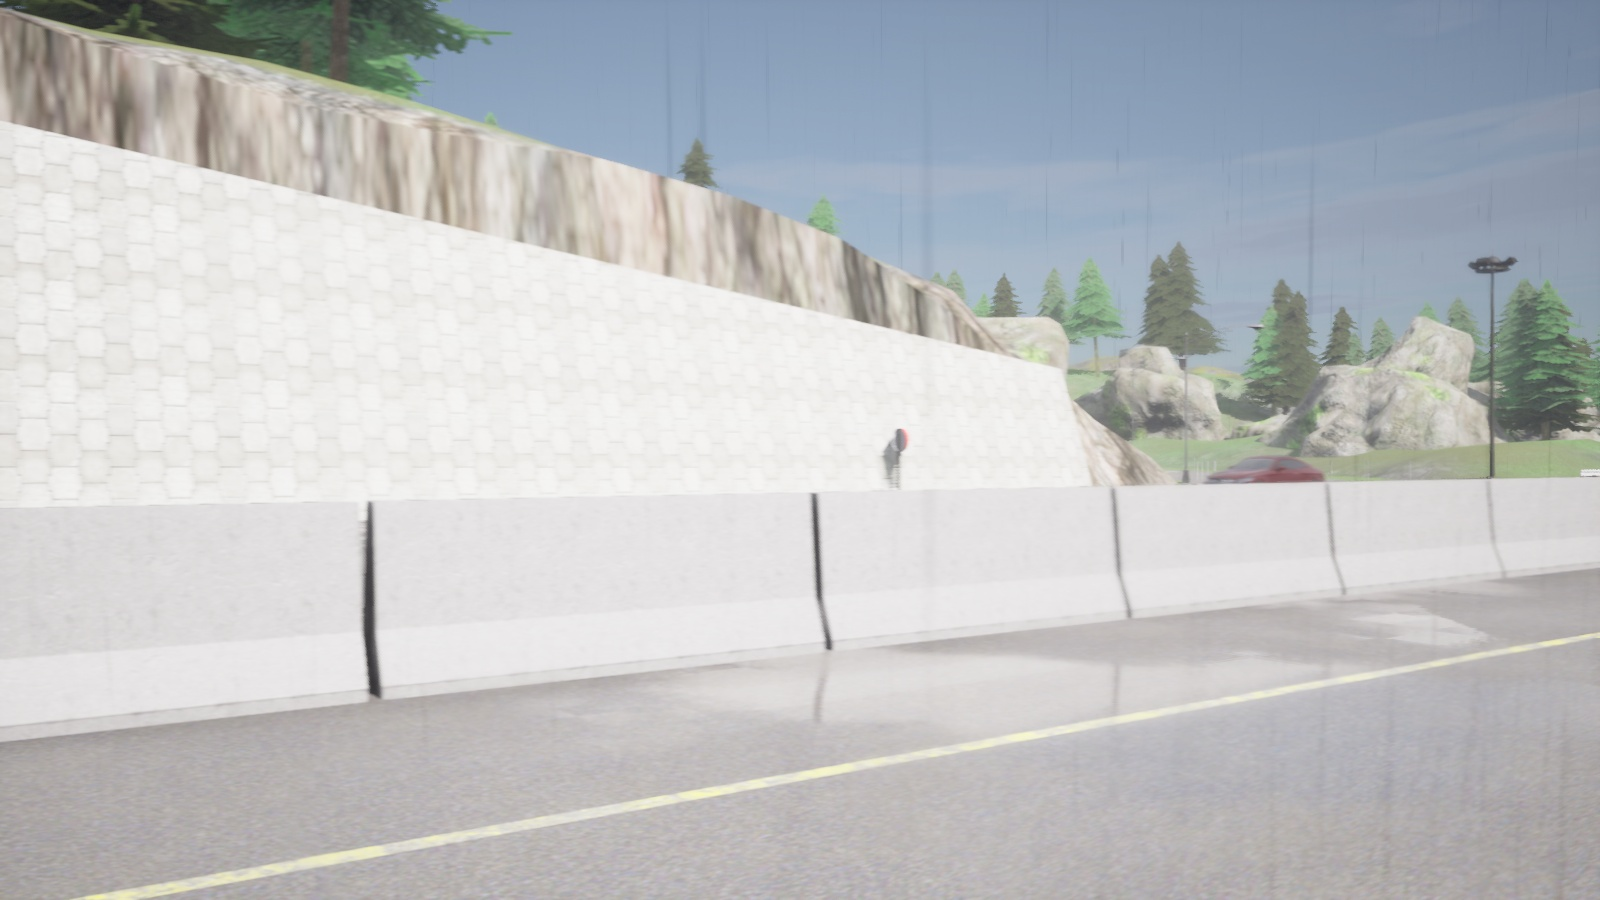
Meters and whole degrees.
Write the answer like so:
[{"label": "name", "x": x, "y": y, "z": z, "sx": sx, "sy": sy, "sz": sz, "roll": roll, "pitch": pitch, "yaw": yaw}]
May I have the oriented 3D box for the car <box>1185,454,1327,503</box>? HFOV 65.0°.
[{"label": "car", "x": 14.260, "y": 0.838, "z": 39.170, "sx": 4.674, "sy": 1.442, "sz": 1.812, "roll": 0, "pitch": 0, "yaw": -35}]
